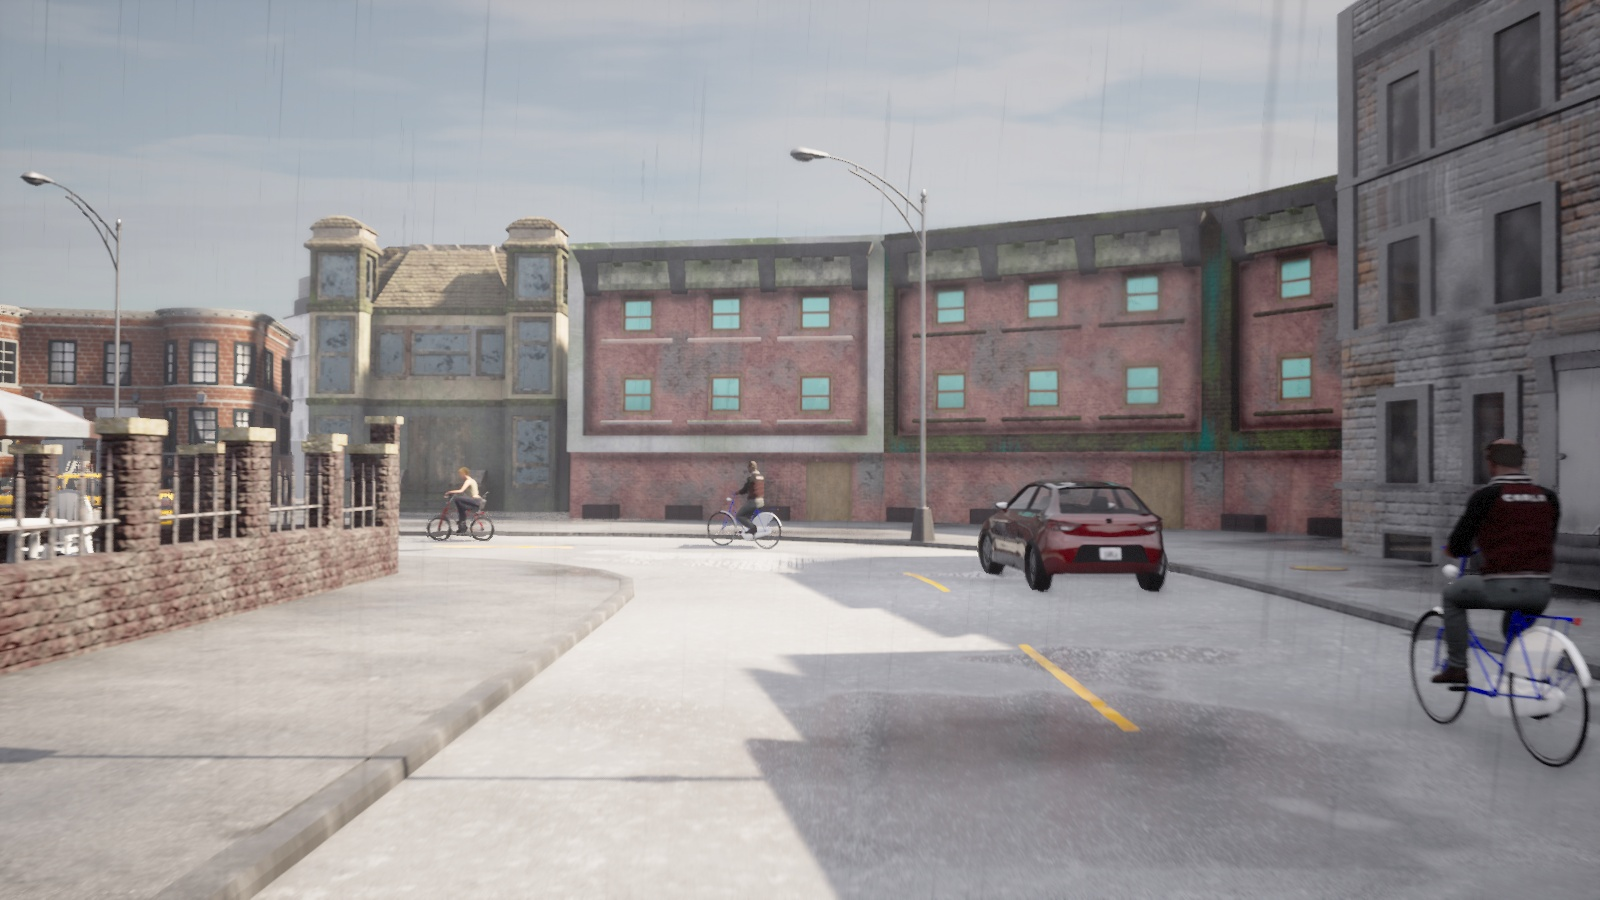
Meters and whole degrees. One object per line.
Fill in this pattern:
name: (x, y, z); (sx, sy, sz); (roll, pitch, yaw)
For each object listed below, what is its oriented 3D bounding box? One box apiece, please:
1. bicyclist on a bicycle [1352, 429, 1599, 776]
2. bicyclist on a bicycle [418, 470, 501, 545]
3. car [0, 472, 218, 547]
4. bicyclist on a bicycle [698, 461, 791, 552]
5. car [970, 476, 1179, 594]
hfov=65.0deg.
bicyclist on a bicycle: (3.981, 0.793, 7.358); (0.659, 1.776, 1.843); (0, -1, 0)
bicyclist on a bicycle: (-7.406, 1.240, 27.356); (1.509, 1.612, 0.866); (-1, -1, 5)
car: (-15.889, 1.278, 27.567); (5.366, 1.575, 1.801); (0, -1, 0)
bicyclist on a bicycle: (-1.143, 1.119, 25.595); (1.843, 1.776, 0.659); (0, -1, 34)
car: (3.785, 1.117, 18.091); (1.816, 1.474, 4.193); (0, -1, -4)
